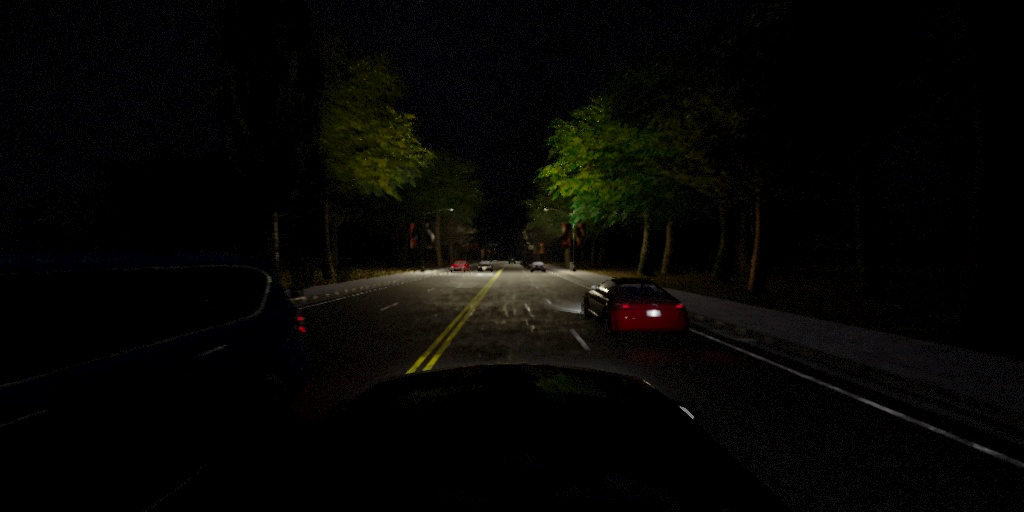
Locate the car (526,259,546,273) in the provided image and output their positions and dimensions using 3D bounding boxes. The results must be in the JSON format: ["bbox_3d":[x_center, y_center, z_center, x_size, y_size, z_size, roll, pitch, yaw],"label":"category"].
[{"bbox_3d":[3.244,1.394,45.440,2.033,1.411,5.357,0,0,0],"label":"car"}]

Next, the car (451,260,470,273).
[{"bbox_3d":[-6.564,1.324,45.732,1.882,1.535,5.008,0,0,0],"label":"car"}]

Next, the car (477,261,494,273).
[{"bbox_3d":[-3.317,1.339,45.976,2.128,1.511,4.902,0,0,0],"label":"car"}]

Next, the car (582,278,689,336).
[{"bbox_3d":[3.349,1.323,10.480,1.994,1.385,4.181,0,0,0],"label":"car"}]

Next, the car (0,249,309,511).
[{"bbox_3d":[-3.351,0.972,1.744,2.150,2.045,5.566,0,0,0],"label":"car"}]

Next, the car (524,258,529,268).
[{"bbox_3d":[3.242,1.430,56.442,1.812,1.442,4.674,0,0,0],"label":"car"}]
